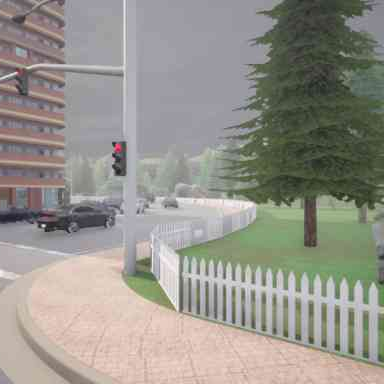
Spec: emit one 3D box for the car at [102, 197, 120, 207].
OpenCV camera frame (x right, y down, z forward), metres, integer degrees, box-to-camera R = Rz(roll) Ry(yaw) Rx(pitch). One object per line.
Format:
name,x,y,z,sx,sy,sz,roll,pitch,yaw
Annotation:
car,-12.621,1.505,51.542,1.994,1.385,4.181,0,0,-24

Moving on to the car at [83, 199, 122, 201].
car,-7.768,1.490,25.260,2.033,1.411,5.357,0,0,17

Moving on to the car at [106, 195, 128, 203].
car,-15.207,1.431,67.258,2.128,1.511,4.902,0,0,-45

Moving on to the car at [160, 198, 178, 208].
car,-3.168,1.489,45.854,2.033,1.411,5.357,0,0,-12

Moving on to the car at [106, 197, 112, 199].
car,-9.853,1.490,31.812,2.033,1.411,5.357,0,0,8

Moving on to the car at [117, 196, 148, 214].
car,-6.139,1.468,34.704,1.812,1.442,4.674,0,0,3

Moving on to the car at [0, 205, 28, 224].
car,-12.653,1.543,22.578,1.895,1.301,4.718,0,0,23

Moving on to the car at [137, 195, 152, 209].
car,-6.897,1.468,44.895,1.812,1.442,4.674,0,0,-13

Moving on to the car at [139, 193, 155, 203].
car,-9.557,1.162,66.407,2.150,2.045,5.566,0,0,-40

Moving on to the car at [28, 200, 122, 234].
car,-6.417,1.448,18.945,1.837,1.490,4.892,0,0,26

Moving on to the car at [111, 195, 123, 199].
car,-9.766,1.489,41.886,2.033,1.411,5.357,0,0,-7
